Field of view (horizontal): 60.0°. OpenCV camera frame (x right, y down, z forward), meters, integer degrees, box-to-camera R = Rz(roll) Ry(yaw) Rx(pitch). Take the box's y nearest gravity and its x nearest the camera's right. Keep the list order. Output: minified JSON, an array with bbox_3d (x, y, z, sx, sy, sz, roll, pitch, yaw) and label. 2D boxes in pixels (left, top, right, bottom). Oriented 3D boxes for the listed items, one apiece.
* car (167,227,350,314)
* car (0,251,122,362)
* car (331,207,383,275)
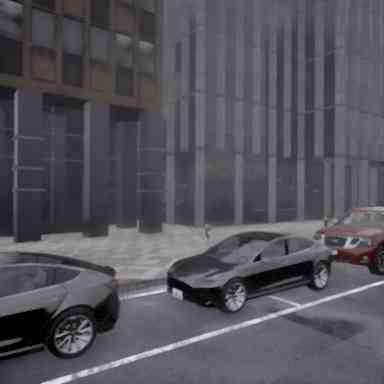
[{"bbox_3d":[1.498,1.623,7.719,4.313,1.339,1.947,1,-1,-35],"label":"car"},{"bbox_3d":[-3.091,1.566,4.446,4.313,1.339,1.947,1,-1,-35],"label":"car"},{"bbox_3d":[6.089,1.430,10.993,5.009,1.841,2.192,1,-1,-35],"label":"car"}]
